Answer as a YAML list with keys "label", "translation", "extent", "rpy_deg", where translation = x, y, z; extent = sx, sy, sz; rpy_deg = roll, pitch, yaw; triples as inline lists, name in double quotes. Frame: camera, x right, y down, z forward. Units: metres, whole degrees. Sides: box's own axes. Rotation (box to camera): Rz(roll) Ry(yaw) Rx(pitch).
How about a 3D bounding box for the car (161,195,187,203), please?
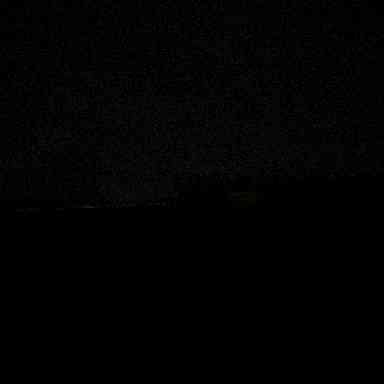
- label: "car"
  translation: [-3.328, 1.345, 62.283]
  extent: [2.033, 1.411, 5.357]
  rpy_deg: [-1, -1, 35]

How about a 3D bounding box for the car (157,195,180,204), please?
- label: "car"
  translation: [-3.834, 1.212, 56.712]
  extent: [1.882, 1.535, 5.008]
  rpy_deg: [-1, -1, 36]

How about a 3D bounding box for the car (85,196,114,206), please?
- label: "car"
  translation: [-13.335, 1.317, 48.259]
  extent: [1.994, 1.385, 4.181]
  rpy_deg: [-1, 0, 35]

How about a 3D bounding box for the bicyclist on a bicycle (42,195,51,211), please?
- label: "bicyclist on a bicycle"
  translation: [-15.361, 1.179, 35.030]
  extent: [1.656, 1.620, 0.582]
  rpy_deg: [0, 0, 35]
